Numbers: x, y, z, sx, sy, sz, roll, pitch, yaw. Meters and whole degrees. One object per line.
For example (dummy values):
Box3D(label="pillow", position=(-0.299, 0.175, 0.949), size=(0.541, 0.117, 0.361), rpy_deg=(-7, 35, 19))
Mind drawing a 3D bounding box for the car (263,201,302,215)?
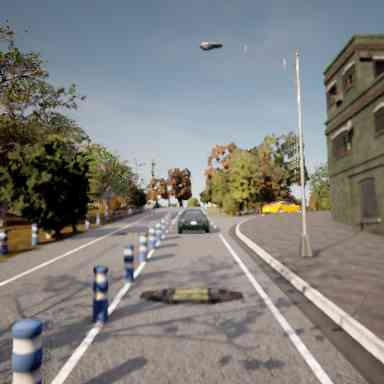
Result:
Box3D(label="car", position=(10.002, 1.775, 36.476), size=(5.008, 1.535, 1.882), rpy_deg=(2, -8, -34))

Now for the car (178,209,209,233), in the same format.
Box3D(label="car", position=(0.098, 1.817, 21.934), size=(1.994, 1.385, 4.181), rpy_deg=(-1, 0, 0))
